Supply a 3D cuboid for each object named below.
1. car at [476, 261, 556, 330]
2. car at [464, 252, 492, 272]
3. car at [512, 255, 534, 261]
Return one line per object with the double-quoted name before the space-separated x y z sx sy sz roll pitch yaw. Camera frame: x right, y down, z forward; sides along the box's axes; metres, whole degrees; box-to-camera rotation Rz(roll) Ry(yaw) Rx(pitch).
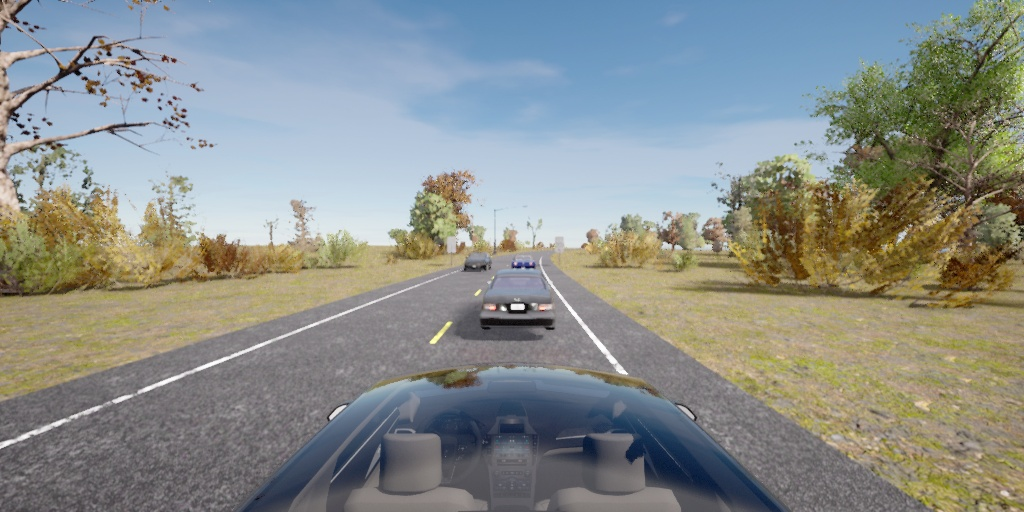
"car" 0.210 1.064 10.169 2.033 1.411 5.357 0 2 2
"car" -2.752 0.453 29.853 1.882 1.535 5.008 0 1 3
"car" 0.947 0.576 29.756 1.895 1.301 4.718 0 2 2
